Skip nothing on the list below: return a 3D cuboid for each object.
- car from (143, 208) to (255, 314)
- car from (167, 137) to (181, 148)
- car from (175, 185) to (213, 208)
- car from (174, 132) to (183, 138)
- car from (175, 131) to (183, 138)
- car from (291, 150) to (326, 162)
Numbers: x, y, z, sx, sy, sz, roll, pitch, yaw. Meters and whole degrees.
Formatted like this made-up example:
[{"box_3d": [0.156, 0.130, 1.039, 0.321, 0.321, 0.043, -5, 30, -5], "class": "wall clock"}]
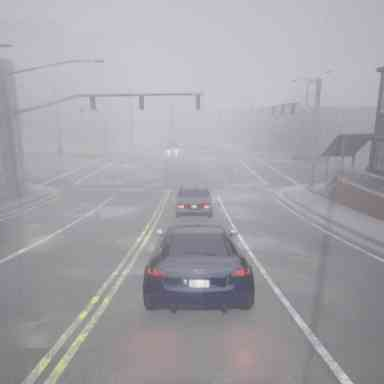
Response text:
[{"box_3d": [0.106, 1.343, 7.397, 1.994, 1.385, 4.181, 0, 3, 0], "class": "car"}, {"box_3d": [-3.529, -8.893, 61.381, 1.895, 1.301, 4.718, 0, 12, 0], "class": "car"}, {"box_3d": [0.100, 0.354, 17.283, 2.033, 1.411, 5.357, 0, 8, 0], "class": "car"}, {"box_3d": [-3.466, -12.239, 76.245, 2.128, 1.511, 4.902, 0, 12, 0], "class": "car"}, {"box_3d": [-3.460, -15.688, 91.079, 2.097, 1.767, 4.553, 0, 12, 0], "class": "car"}, {"box_3d": [14.492, -4.527, 41.357, 4.181, 1.385, 1.994, 0, 12, 0], "class": "car"}]
